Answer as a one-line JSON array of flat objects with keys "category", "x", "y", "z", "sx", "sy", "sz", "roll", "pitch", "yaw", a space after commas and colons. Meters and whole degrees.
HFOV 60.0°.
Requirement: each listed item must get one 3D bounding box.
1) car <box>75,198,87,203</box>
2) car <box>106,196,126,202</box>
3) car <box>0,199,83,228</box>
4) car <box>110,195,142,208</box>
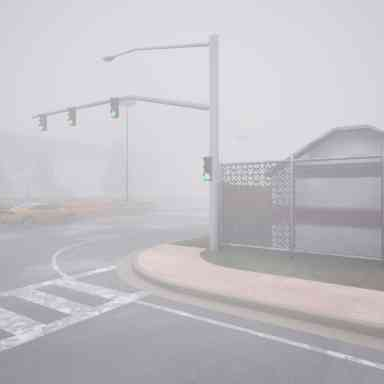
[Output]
[{"category": "car", "x": -15.129, "y": 1.505, "z": 40.870, "sx": 1.837, "sy": 1.490, "sz": 4.892, "roll": 0, "pitch": 0, "yaw": 34}, {"category": "car", "x": -9.787, "y": 1.547, "z": 42.562, "sx": 2.033, "sy": 1.411, "sz": 5.357, "roll": 0, "pitch": 0, "yaw": 34}, {"category": "car", "x": -10.251, "y": 1.477, "z": 22.614, "sx": 1.882, "sy": 1.535, "sz": 5.008, "roll": 0, "pitch": 0, "yaw": 34}, {"category": "car", "x": -9.682, "y": 1.352, "z": 49.006, "sx": 2.097, "sy": 1.767, "sz": 4.553, "roll": 0, "pitch": 0, "yaw": 34}]
